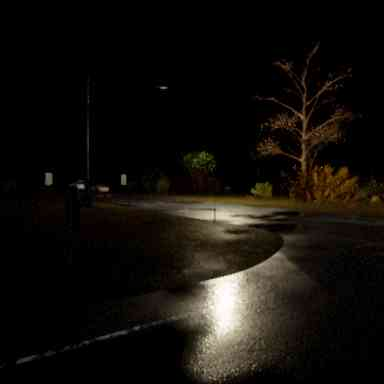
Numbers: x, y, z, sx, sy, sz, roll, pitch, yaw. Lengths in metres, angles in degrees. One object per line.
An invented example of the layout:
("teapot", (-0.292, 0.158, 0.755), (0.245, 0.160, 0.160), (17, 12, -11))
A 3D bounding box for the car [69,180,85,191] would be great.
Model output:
("car", (-19.887, -1.066, 58.343), (2.150, 2.045, 5.566), (-1, 2, -36))

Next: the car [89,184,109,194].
("car", (-14.016, -0.439, 50.218), (1.812, 1.442, 4.674), (-1, 2, -36))
